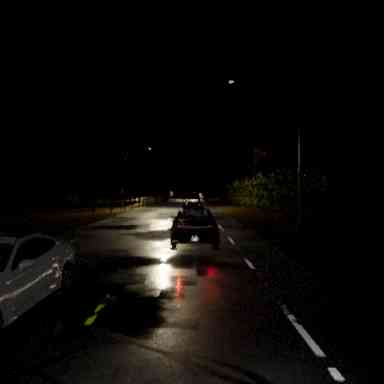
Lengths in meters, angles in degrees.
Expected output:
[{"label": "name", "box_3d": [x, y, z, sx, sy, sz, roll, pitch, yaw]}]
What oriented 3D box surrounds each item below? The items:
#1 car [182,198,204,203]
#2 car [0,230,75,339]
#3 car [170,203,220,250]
[{"label": "car", "box_3d": [0.100, 1.353, 31.731, 2.128, 1.511, 4.902, 0, 0, 0]}, {"label": "car", "box_3d": [-3.600, 1.488, 5.990, 1.812, 1.442, 4.674, 0, 0, 0]}, {"label": "car", "box_3d": [0.101, 1.418, 13.990, 2.128, 1.511, 4.902, 0, 0, 0]}]
